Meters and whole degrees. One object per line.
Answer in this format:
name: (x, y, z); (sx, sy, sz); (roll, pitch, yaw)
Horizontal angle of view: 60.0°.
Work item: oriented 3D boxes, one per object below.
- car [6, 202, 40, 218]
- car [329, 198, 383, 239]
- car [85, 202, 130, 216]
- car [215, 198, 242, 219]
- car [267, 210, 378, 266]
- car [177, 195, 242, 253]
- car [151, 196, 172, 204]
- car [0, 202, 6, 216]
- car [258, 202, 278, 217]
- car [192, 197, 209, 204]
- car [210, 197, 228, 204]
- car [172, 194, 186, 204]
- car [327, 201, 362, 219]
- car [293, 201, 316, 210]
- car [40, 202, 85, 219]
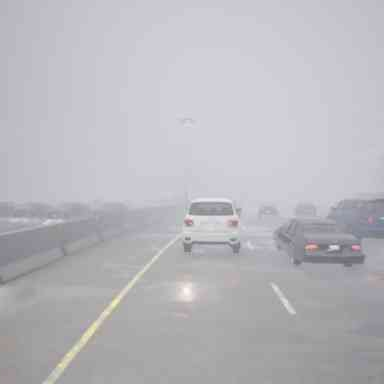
car: (-14.550, 1.624, 30.750); (1.994, 1.385, 4.181); (0, 0, 11)
car: (8.099, 1.300, 15.808); (2.150, 2.045, 5.566); (0, 0, 6)
car: (-7.433, 1.630, 31.008); (2.033, 1.411, 5.357); (0, 0, 11)
car: (3.479, 1.467, 30.813); (2.097, 1.767, 4.553); (0, 0, 11)
car: (4.164, 1.600, 11.753); (2.033, 1.411, 5.357); (0, 0, 5)
car: (0.920, 1.273, 14.215); (2.150, 2.045, 5.566); (0, 0, 6)
car: (-6.598, 1.568, 68.736); (2.097, 1.767, 4.553); (0, 0, 22)
car: (-18.282, 1.593, 30.019); (2.033, 1.411, 5.357); (0, 0, 10)
car: (7.385, 1.658, 32.371); (1.812, 1.442, 4.674); (0, 0, 12)
car: (1.835, 1.824, 70.426); (1.895, 1.301, 4.718); (0, 0, 24)
car: (5.743, 1.774, 70.517); (2.033, 1.411, 5.357); (0, 0, 24)
car: (-2.592, 1.451, 69.199); (2.150, 2.045, 5.566); (0, 0, 24)
car: (14.445, 1.644, 31.819); (2.128, 1.511, 4.902); (0, 0, 13)
car: (11.158, 1.625, 33.126); (1.882, 1.535, 5.008); (0, 0, 13)
car: (-11.102, 1.617, 30.447); (2.033, 1.411, 5.357); (0, 0, 11)
